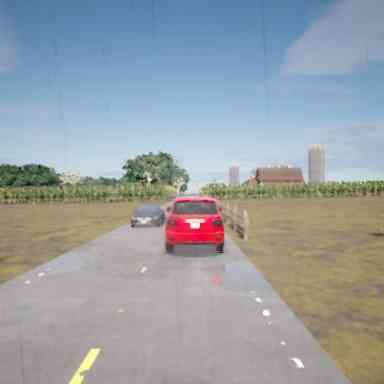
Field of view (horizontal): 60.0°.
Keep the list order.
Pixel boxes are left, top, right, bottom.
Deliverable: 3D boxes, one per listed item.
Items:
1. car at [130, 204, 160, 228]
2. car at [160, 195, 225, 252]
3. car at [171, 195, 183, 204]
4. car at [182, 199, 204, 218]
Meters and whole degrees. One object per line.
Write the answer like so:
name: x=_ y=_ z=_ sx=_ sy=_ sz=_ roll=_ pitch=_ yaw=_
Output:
car: x=-2.840 y=1.515 z=22.040 sx=1.812 sy=1.442 sz=4.674 roll=0 pitch=0 yaw=0
car: x=0.105 y=1.218 z=13.911 sx=2.150 sy=2.045 sz=5.566 roll=0 pitch=0 yaw=0
car: x=-2.758 y=1.377 z=62.591 sx=2.128 sy=1.511 sz=4.902 roll=0 pitch=0 yaw=1
car: x=0.111 y=1.482 z=30.537 sx=1.837 sy=1.490 sz=4.892 roll=0 pitch=0 yaw=0
